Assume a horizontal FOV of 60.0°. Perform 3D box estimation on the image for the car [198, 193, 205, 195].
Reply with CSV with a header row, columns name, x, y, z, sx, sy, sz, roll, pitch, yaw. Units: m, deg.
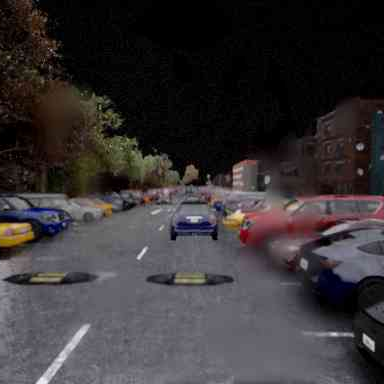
name,x,y,z,sx,sy,sz,roll,pitch,yaw
car,0.097,1.190,35.617,2.033,1.411,5.357,0,1,0

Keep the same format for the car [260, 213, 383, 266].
name,x,y,z,sx,sy,sz,roll,pitch,yaw
car,4.542,1.462,9.427,4.674,1.452,2.002,0,1,0

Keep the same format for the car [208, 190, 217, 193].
name,x,y,z,sx,sy,sz,roll,pitch,yaw
car,4.569,0.942,40.039,4.553,1.767,2.185,0,1,0

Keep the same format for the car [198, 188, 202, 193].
name,x,y,z,sx,sy,sz,roll,pitch,yaw
car,4.564,0.452,67.869,5.566,2.045,2.435,0,1,0

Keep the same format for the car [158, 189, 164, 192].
name,x,y,z,sx,sy,sz,roll,pitch,yaw
car,-8.550,0.742,65.080,5.008,1.535,2.097,0,1,0

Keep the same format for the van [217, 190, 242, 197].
name,x,y,z,sx,sy,sz,roll,pitch,yaw
van,4.422,1.008,26.122,4.442,1.987,1.878,0,1,0

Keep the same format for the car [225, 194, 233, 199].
name,x,y,z,sx,sy,sz,roll,pitch,yaw
car,4.570,1.173,20.432,4.553,1.767,2.185,0,1,0

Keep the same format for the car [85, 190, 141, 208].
name,x,y,z,sx,sy,sz,roll,pitch,yaw
car,-8.514,0.885,34.445,5.566,2.045,2.435,0,1,0

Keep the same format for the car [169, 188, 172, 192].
name,x,y,z,sx,sy,sz,roll,pitch,yaw
car,-8.574,0.222,84.569,5.566,2.045,2.435,0,1,0

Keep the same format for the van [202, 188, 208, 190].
name,x,y,z,sx,sy,sz,roll,pitch,yaw
van,4.652,0.516,65.086,4.442,1.987,1.878,0,1,0

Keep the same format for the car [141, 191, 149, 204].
name,x,y,z,sx,sy,sz,roll,pitch,yaw
car,-8.537,1.034,42.801,5.008,1.535,2.097,0,1,0

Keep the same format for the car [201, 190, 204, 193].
name,x,y,z,sx,sy,sz,roll,pitch,yaw
car,4.530,0.855,56.740,4.892,1.521,2.231,0,1,0

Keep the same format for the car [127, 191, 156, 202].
name,x,y,z,sx,sy,sz,roll,pitch,yaw
car,-8.575,0.729,56.724,4.553,1.767,2.185,0,1,0

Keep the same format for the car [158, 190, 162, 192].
name,x,y,z,sx,sy,sz,roll,pitch,yaw
car,-8.514,0.809,62.294,4.792,1.488,2.163,0,1,0

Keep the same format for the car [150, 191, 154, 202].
name,x,y,z,sx,sy,sz,roll,pitch,yaw
car,-8.548,0.963,48.370,5.008,1.535,2.097,0,1,0

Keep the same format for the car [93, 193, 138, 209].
name,x,y,z,sx,sy,sz,roll,pitch,yaw
car,-8.511,0.977,37.230,4.553,1.767,2.185,0,1,0

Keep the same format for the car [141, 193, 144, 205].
name,x,y,z,sx,sy,sz,roll,pitch,yaw
car,-8.545,1.108,40.017,4.674,1.452,2.002,0,1,0

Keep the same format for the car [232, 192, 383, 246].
name,x,y,z,sx,sy,sz,roll,pitch,yaw
car,4.511,1.140,12.206,5.566,2.045,2.435,0,1,0

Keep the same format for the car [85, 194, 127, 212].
name,x,y,z,sx,sy,sz,roll,pitch,yaw
car,-8.548,1.203,28.877,4.892,1.521,2.231,0,1,0

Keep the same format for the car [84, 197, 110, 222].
name,x,y,z,sx,sy,sz,roll,pitch,yaw
car,-8.544,1.306,23.308,4.674,1.452,2.002,0,1,0

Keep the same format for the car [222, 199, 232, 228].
name,x,y,z,sx,sy,sz,roll,pitch,yaw
car,4.353,1.326,17.775,5.366,1.575,1.946,0,1,0

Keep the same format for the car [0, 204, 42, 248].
name,x,y,z,sx,sy,sz,roll,pitch,yaw
car,-8.726,1.389,12.168,5.366,1.575,1.946,0,1,0

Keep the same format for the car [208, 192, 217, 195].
name,x,y,z,sx,sy,sz,roll,pitch,yaw
car,4.723,1.099,37.258,5.366,1.575,1.946,0,1,0

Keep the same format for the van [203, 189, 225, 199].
name,x,y,z,sx,sy,sz,roll,pitch,yaw
van,4.652,0.441,70.528,4.442,1.987,1.878,0,1,0

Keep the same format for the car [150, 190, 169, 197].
name,x,y,z,sx,sy,sz,roll,pitch,yaw
car,-8.514,0.310,87.356,4.553,1.767,2.185,0,1,0

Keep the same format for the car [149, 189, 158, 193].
name,x,y,z,sx,sy,sz,roll,pitch,yaw
car,-8.515,0.676,51.153,5.566,2.045,2.435,0,1,0

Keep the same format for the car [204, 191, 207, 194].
name,x,y,z,sx,sy,sz,roll,pitch,yaw
car,4.534,0.967,51.174,4.674,1.452,2.002,0,1,0

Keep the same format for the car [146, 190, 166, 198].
name,x,y,z,sx,sy,sz,roll,pitch,yaw
car,-8.576,0.426,78.876,4.553,1.767,2.185,0,1,0

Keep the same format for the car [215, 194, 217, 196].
name,x,y,z,sx,sy,sz,roll,pitch,yaw
car,4.533,1.201,28.908,5.008,1.535,2.097,0,1,0

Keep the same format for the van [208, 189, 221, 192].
name,x,y,z,sx,sy,sz,roll,pitch,yaw
van,4.655,0.809,42.758,4.442,1.987,1.878,0,1,0

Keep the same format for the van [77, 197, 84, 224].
name,x,y,z,sx,sy,sz,roll,pitch,yaw
van,-8.425,1.103,17.736,4.442,1.987,1.878,0,1,0

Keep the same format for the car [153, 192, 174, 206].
name,x,y,z,sx,sy,sz,roll,pitch,yaw
car,-3.590,1.102,44.060,1.994,1.385,4.181,0,1,0

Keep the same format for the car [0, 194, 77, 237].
name,x,y,z,sx,sy,sz,roll,pitch,yaw
car,-8.513,1.109,14.950,5.566,2.045,2.435,0,1,0

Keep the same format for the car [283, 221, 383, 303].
name,x,y,z,sx,sy,sz,roll,pitch,yaw
car,4.569,1.479,6.641,4.792,1.488,2.163,0,1,0

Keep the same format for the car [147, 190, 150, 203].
name,x,y,z,sx,sy,sz,roll,pitch,yaw
car,-8.511,0.874,45.583,4.553,1.767,2.185,0,1,0

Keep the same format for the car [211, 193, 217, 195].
name,x,y,z,sx,sy,sz,roll,pitch,yaw
car,4.543,1.169,31.691,5.008,1.535,2.097,0,1,0

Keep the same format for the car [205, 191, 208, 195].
name,x,y,z,sx,sy,sz,roll,pitch,yaw
car,4.566,1.028,45.608,4.792,1.488,2.163,0,1,0

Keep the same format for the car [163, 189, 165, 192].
name,x,y,z,sx,sy,sz,roll,pitch,yaw
car,-8.730,0.702,67.739,5.366,1.575,1.946,0,1,0

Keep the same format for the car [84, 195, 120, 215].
name,x,y,z,sx,sy,sz,roll,pitch,yaw
car,-8.547,1.234,26.092,5.008,1.535,2.097,0,1,0

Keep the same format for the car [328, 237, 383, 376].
name,x,y,z,sx,sy,sz,roll,pitch,yaw
car,4.545,1.468,3.854,5.008,1.535,2.097,0,0,0

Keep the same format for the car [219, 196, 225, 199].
name,x,y,z,sx,sy,sz,roll,pitch,yaw
car,4.532,1.267,23.341,4.892,1.521,2.231,0,1,0

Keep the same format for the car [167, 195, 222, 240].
name,x,y,z,sx,sy,sz,roll,pitch,yaw
car,0.097,1.217,16.300,2.097,1.767,4.553,0,1,0

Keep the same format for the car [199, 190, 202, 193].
name,x,y,z,sx,sy,sz,roll,pitch,yaw
car,4.351,0.814,59.523,5.366,1.575,1.946,0,1,0

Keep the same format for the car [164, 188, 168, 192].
name,x,y,z,sx,sy,sz,roll,pitch,yaw
car,-8.573,0.416,70.520,5.566,2.045,2.435,0,1,0

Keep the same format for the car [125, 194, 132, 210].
name,x,y,z,sx,sy,sz,roll,pitch,yaw
car,-8.570,1.199,31.660,4.792,1.488,2.163,0,1,0

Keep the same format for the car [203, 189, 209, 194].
name,x,y,z,sx,sy,sz,roll,pitch,yaw
car,4.568,0.766,53.954,4.553,1.767,2.185,0,1,0
